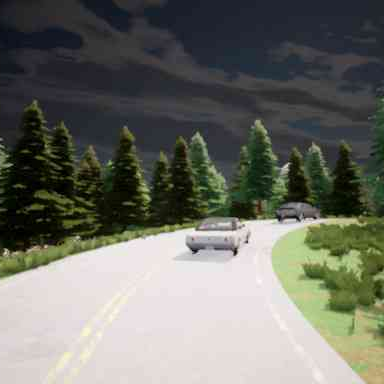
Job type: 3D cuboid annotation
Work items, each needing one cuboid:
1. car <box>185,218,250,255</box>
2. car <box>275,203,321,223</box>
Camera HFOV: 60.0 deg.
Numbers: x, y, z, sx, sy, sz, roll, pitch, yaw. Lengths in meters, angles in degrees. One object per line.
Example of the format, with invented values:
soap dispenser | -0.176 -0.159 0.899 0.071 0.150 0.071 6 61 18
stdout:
car | 1.289 1.729 14.023 1.895 1.301 4.718 -2 -1 17
car | 8.484 1.593 26.443 2.128 1.511 4.902 -5 -4 45
